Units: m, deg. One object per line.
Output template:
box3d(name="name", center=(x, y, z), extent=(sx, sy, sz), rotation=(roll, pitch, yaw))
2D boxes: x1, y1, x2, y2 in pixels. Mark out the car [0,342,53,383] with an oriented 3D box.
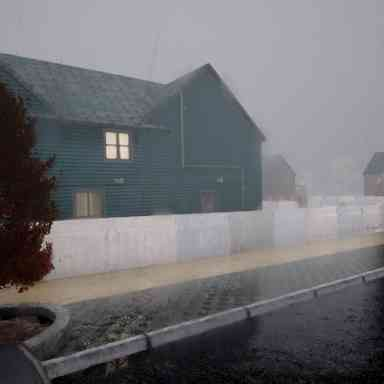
box3d(name="car", center=(-3.070, 1.549, 0.879), extent=(5.357, 1.411, 2.033), rotation=(0, 0, -36))
